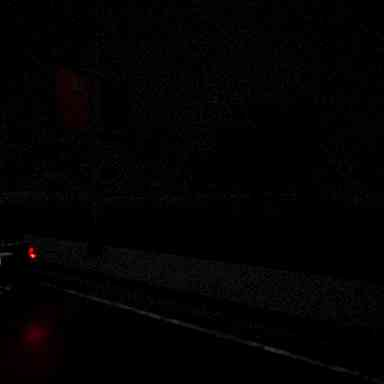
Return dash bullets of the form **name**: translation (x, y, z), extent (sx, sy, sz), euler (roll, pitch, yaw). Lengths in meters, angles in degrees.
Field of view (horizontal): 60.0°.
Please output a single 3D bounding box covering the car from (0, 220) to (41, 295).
- **car**: translation (-5.475, 1.358, 7.545), extent (4.553, 1.767, 2.097), euler (0, 0, 36)
